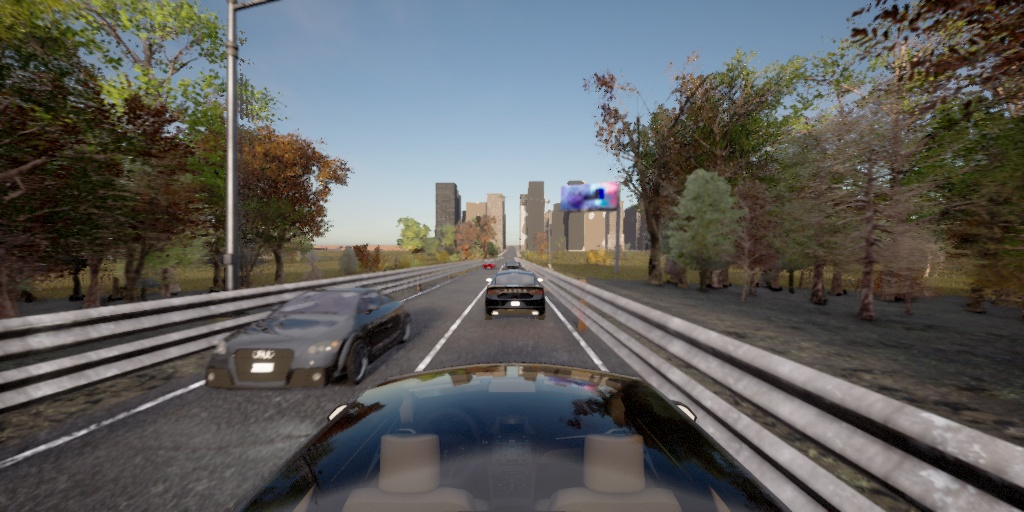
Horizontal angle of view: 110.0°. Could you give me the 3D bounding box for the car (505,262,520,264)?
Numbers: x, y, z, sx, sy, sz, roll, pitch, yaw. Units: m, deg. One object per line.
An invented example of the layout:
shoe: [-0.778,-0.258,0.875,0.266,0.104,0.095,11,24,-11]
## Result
car: [0.070,1.246,32.487,1.837,1.490,4.892,0,0,0]

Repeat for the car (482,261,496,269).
car: [-3.305,1.343,52.905,1.895,1.301,4.718,0,0,0]

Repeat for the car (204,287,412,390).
car: [-3.352,1.312,6.818,1.994,1.385,4.181,0,0,0]

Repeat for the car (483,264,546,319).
car: [0.095,1.224,12.804,1.882,1.535,5.008,0,0,0]
